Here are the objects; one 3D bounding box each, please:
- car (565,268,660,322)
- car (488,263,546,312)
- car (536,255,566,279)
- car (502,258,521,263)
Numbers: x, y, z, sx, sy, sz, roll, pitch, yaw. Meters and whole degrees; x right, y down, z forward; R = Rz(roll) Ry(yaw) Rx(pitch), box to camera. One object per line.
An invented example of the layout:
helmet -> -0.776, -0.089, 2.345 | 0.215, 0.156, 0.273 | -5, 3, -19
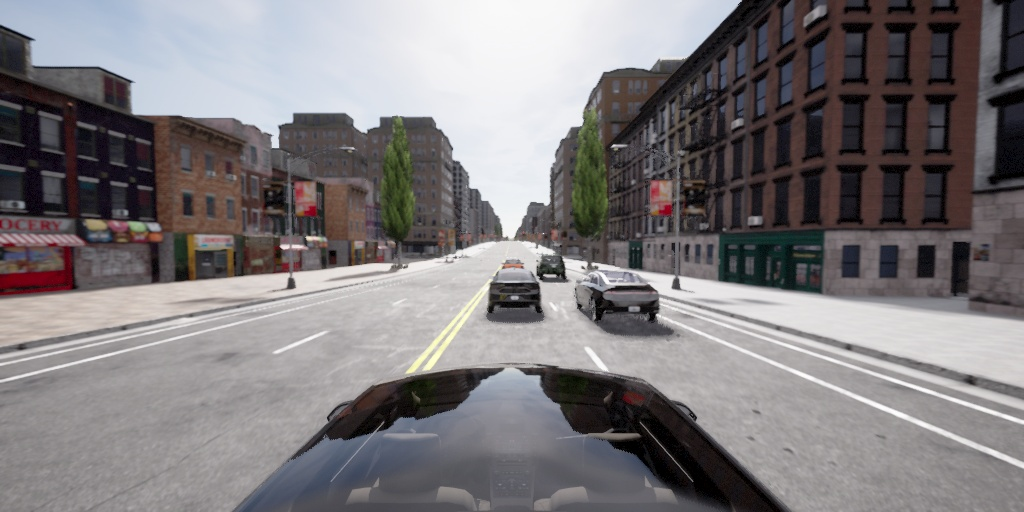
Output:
car -> 3.343, 1.234, 12.232 | 2.128, 1.511, 4.902 | 0, 0, 0
car -> 0.092, 1.218, 14.256 | 1.882, 1.535, 5.008 | 0, 0, 0
car -> 3.334, 0.894, 31.287 | 2.150, 2.045, 5.566 | 0, 1, 0
car -> 0.084, 1.005, 33.286 | 2.097, 1.767, 4.553 | 0, 1, 0
